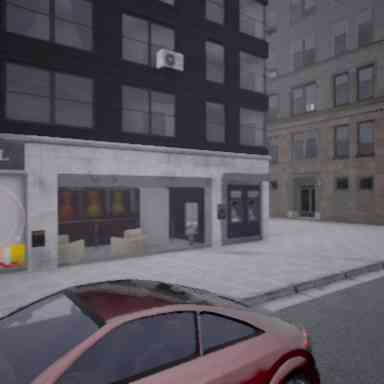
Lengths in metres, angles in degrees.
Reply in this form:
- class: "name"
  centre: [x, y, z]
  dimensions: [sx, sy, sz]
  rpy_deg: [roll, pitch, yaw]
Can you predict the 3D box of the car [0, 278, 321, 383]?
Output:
- class: "car"
  centre: [-0.820, 1.558, 2.790]
  dimensions: [4.181, 1.385, 1.994]
  rpy_deg: [0, 0, -35]
